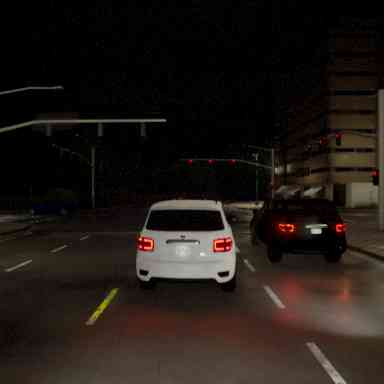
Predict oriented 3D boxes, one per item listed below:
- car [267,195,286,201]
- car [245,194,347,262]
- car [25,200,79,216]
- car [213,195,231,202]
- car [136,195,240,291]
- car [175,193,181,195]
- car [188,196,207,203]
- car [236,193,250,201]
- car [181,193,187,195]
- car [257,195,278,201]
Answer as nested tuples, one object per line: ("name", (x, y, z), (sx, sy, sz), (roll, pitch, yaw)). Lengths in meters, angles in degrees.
("car", (21.885, 1.503, 86.292), (4.674, 1.442, 1.812), (0, 0, -22))
("car", (3.584, 1.218, 12.222), (2.150, 2.045, 5.566), (0, 0, 0))
("car", (-13.902, 1.524, 33.054), (5.008, 1.535, 1.882), (0, 0, 0))
("car", (7.252, 1.480, 79.977), (1.837, 1.490, 4.892), (0, 0, 42))
("car", (0.021, 1.219, 9.198), (2.150, 2.045, 5.566), (0, 0, 4))
("car", (-3.314, 1.339, 51.937), (2.097, 1.767, 4.553), (0, 0, 3))
("car", (1.252, 1.522, 71.505), (2.033, 1.411, 5.357), (0, 0, 27))
("car", (13.115, 1.206, 80.779), (5.566, 2.045, 2.150), (0, 0, -41))
("car", (-2.229, 1.206, 61.757), (2.150, 2.045, 5.566), (0, 0, 14))
("car", (18.243, 1.520, 80.268), (5.357, 1.411, 2.033), (0, 0, -33))
